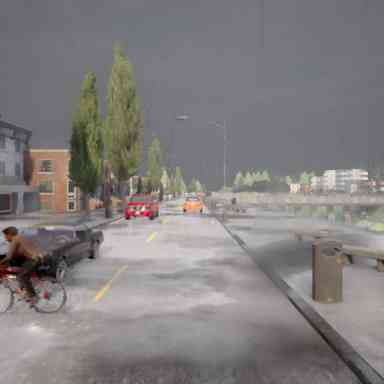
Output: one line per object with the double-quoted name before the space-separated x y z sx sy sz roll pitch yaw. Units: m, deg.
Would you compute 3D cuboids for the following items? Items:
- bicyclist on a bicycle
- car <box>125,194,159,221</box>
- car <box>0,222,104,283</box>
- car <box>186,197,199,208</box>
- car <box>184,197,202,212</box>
"bicyclist on a bicycle" -3.129 1.454 6.077 1.656 1.620 0.582 -2 0 0
"car" -4.047 1.223 27.594 2.150 2.045 5.566 0 0 0
"car" -4.091 1.600 9.701 1.895 1.301 4.718 0 0 0
"car" 0.110 1.526 48.185 1.812 1.442 4.674 0 0 0
"car" 0.115 1.352 38.290 2.097 1.767 4.553 0 0 0
